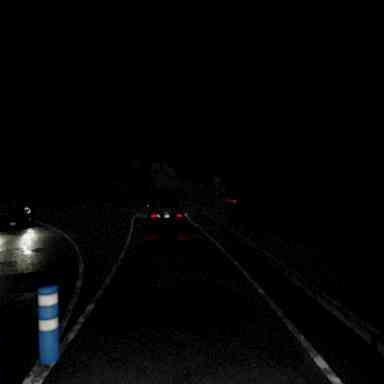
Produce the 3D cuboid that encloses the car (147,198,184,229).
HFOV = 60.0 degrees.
[{"bbox_3d":[-1.448,1.055,18.083,2.033,1.411,5.357,0,3,-6],"label":"car"}]

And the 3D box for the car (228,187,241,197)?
[{"bbox_3d":[6.463,-0.166,39.063,5.008,1.535,1.882,-2,3,-36],"label":"car"}]

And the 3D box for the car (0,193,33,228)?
[{"bbox_3d":[-10.252,0.884,17.701,4.553,1.767,2.097,3,5,45],"label":"car"}]
